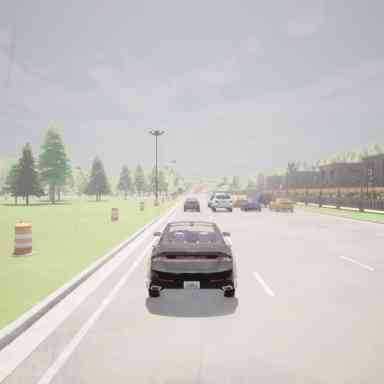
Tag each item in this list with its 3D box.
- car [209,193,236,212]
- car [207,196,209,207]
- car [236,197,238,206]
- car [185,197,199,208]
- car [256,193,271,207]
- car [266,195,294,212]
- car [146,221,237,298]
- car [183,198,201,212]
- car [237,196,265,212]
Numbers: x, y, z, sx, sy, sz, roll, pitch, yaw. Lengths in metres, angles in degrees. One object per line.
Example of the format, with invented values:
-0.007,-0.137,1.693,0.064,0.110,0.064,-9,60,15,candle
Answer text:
3.475,1.221,39.176,2.150,2.045,5.566,0,0,0,car
3.469,1.221,49.596,2.150,2.045,5.566,0,0,0,car
6.969,1.478,49.568,1.882,1.535,5.008,0,0,0,car
-0.031,1.547,49.564,2.033,1.411,5.357,0,0,0,car
10.469,1.221,49.600,2.150,2.045,5.566,0,0,0,car
10.476,1.478,39.150,1.882,1.535,5.008,0,0,0,car
-0.006,1.492,8.531,2.128,1.511,4.902,0,0,0,car
-0.024,1.491,39.144,2.128,1.511,4.902,0,0,0,car
6.975,1.564,39.565,1.994,1.385,4.181,0,0,0,car
